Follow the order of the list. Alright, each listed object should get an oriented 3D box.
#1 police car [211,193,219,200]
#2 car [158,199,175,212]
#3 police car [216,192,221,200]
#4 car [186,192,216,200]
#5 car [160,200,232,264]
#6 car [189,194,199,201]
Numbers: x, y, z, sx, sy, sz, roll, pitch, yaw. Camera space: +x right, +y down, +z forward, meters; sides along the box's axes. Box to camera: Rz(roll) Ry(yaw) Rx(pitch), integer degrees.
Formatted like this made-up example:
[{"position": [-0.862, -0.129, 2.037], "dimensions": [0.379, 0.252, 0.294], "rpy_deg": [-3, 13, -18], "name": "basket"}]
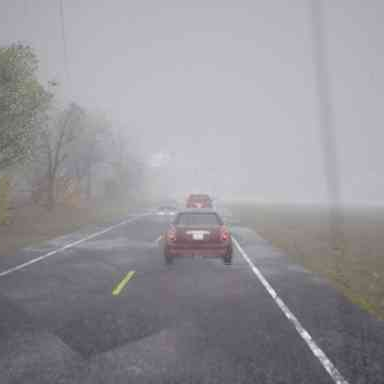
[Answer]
[{"position": [6.375, 1.163, 90.329], "dimensions": [1.930, 1.638, 5.238], "rpy_deg": [0, 0, 7], "name": "police car"}, {"position": [-2.618, 1.447, 37.568], "dimensions": [2.033, 1.411, 5.357], "rpy_deg": [0, 0, 3], "name": "car"}, {"position": [5.286, 1.165, 80.421], "dimensions": [1.930, 1.638, 5.238], "rpy_deg": [0, 0, 6], "name": "police car"}, {"position": [0.667, 1.158, 28.210], "dimensions": [2.150, 2.045, 5.566], "rpy_deg": [0, 0, 2], "name": "car"}, {"position": [0.223, 1.346, 12.005], "dimensions": [2.097, 1.767, 4.553], "rpy_deg": [0, 0, 1], "name": "car"}, {"position": [0.465, 1.182, 77.979], "dimensions": [1.837, 1.490, 4.892], "rpy_deg": [0, 0, 6], "name": "car"}]
